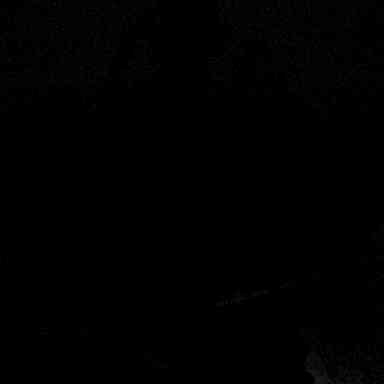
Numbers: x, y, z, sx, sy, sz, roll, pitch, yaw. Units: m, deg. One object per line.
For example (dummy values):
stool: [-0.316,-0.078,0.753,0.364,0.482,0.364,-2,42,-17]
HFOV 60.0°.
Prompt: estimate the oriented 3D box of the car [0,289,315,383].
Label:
car: [-1.418,1.547,2.437,5.357,1.411,2.033,0,0,-35]
